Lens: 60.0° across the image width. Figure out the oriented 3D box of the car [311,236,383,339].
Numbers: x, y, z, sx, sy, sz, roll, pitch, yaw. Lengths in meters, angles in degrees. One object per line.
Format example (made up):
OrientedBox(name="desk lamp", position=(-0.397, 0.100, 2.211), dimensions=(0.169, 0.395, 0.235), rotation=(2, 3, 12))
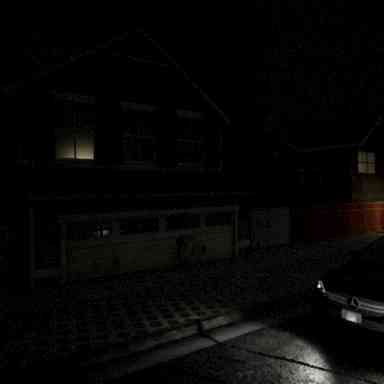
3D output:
OrientedBox(name="car", position=(4.169, 1.526, 6.157), dimensions=(4.674, 1.442, 1.812), rotation=(0, 0, -36))
